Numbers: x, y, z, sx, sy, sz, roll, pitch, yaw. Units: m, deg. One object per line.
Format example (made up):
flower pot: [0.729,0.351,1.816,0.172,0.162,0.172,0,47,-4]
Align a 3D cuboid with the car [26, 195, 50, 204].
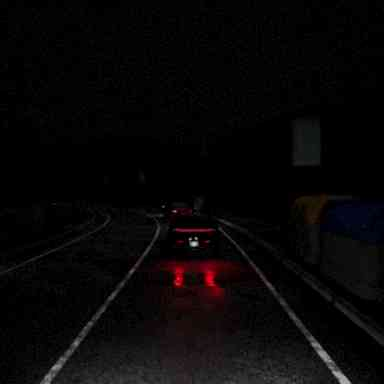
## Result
car: [-24.043,1.102,52.193,4.181,1.385,1.994,1,0,31]

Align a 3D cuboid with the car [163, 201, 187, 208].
car: [-1.188,1.416,26.047,2.033,1.411,5.357,0,0,-12]

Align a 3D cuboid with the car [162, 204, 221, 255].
car: [0.048,1.424,12.996,2.128,1.511,4.902,0,0,0]
